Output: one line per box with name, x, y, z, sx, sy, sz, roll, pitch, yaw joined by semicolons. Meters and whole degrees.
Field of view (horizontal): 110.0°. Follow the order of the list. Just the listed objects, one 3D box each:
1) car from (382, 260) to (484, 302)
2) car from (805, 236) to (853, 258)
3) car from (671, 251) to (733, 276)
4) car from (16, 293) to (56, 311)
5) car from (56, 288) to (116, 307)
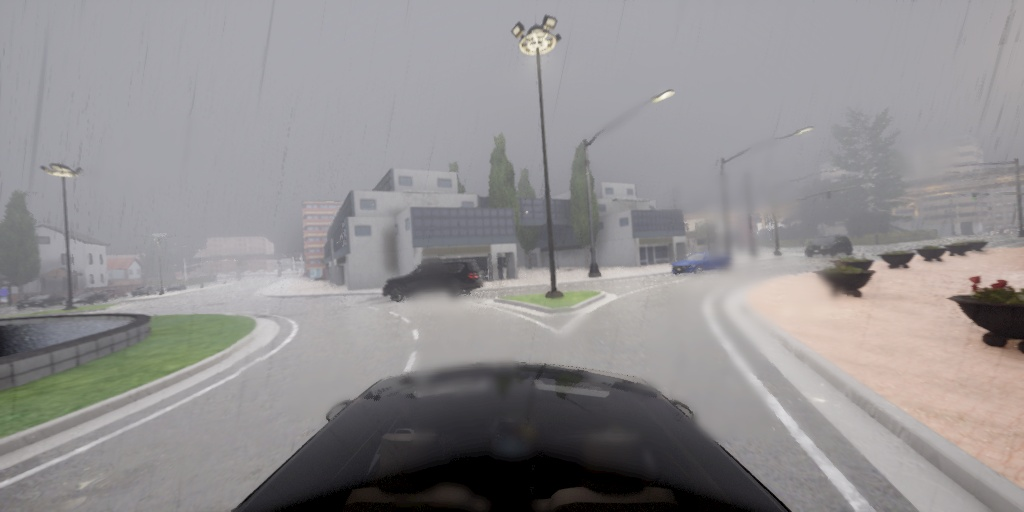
car;-4.373;1.365;20.127;5.566;2.045;2.150;-4;1;7
car;30.999;-0.874;35.025;5.566;2.045;2.150;-4;0;-30
car;13.243;0.473;25.041;5.008;1.535;1.882;-4;0;-29
car;-49.447;4.737;37.832;1.882;1.535;5.008;-4;0;-29
car;-46.091;4.534;38.941;2.128;1.511;4.902;-4;0;-29
